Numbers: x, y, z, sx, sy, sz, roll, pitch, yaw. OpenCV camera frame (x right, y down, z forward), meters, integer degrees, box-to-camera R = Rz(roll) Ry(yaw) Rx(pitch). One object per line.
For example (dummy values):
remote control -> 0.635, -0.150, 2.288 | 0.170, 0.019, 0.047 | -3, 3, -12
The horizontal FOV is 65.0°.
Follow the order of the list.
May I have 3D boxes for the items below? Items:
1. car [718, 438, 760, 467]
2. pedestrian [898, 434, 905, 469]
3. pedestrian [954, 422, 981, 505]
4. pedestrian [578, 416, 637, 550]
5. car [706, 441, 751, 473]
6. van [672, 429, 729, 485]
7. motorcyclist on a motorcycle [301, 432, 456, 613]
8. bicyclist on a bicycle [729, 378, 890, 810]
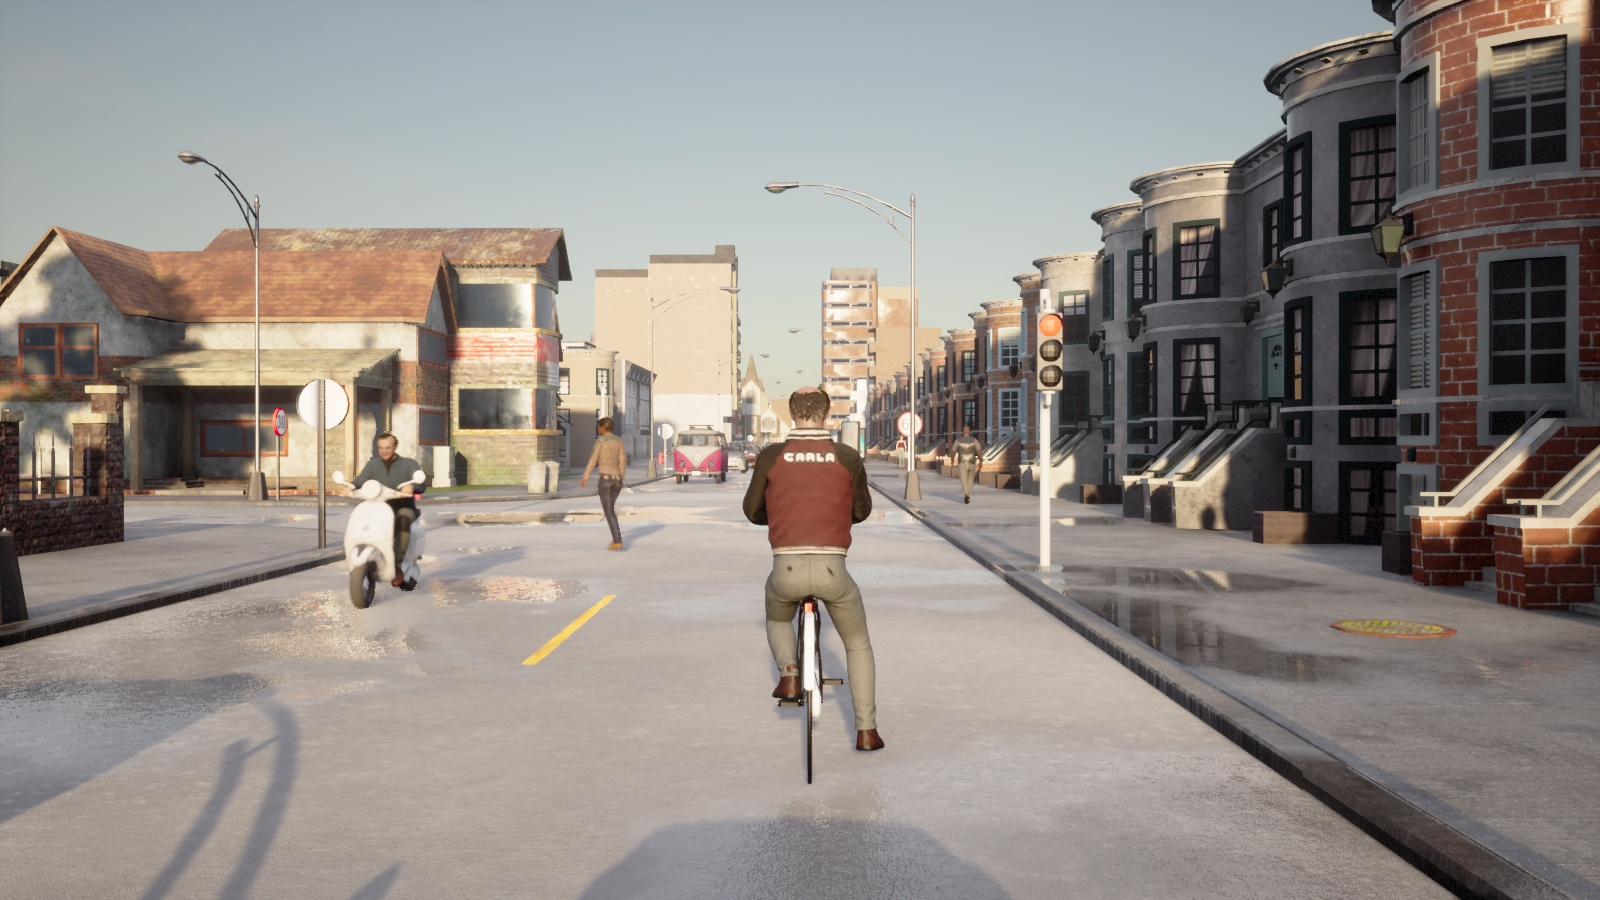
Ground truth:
car -> -3.512, 0.108, 73.392 | 2.152, 1.651, 5.027 | 0, 0, 0
pedestrian -> 5.327, 0.089, 65.834 | 0.345, 1.836, 0.594 | 0, 0, 1
pedestrian -> 3.846, 0.296, 28.893 | 0.563, 1.883, 0.849 | 0, 0, 4
pedestrian -> -2.649, 0.443, 17.268 | 0.869, 1.805, 0.328 | 0, 0, 43
car -> -3.579, 0.332, 63.494 | 2.007, 1.525, 4.514 | 0, 0, 0
van -> -3.688, 0.230, 47.166 | 1.775, 1.987, 4.442 | 0, 0, 1
motorcyclist on a motorcycle -> -3.938, 0.630, 11.904 | 0.866, 1.590, 1.817 | 0, 0, 0
bicyclist on a bicycle -> 0.045, 0.583, 6.081 | 0.659, 1.776, 1.843 | 0, 1, 0
